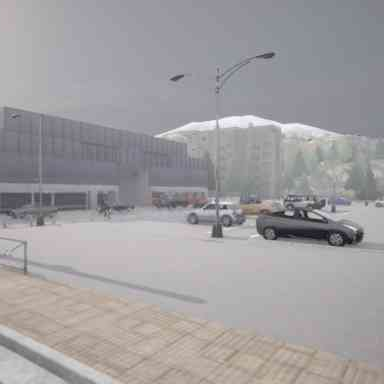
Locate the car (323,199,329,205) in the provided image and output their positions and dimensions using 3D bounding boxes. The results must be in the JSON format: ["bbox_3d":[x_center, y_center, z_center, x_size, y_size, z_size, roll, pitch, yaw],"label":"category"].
[{"bbox_3d":[13.727,1.282,40.375,4.605,1.855,1.932,0,0,35],"label":"car"}]

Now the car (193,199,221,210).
[{"bbox_3d":[2.205,1.763,47.727,1.895,1.301,4.718,0,0,35],"label":"car"}]

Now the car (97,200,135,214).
[{"bbox_3d":[-8.805,1.652,38.616,2.128,1.511,4.902,0,0,35],"label":"car"}]

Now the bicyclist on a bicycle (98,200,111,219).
[{"bbox_3d":[-7.316,1.465,27.796,1.656,1.620,0.582,0,0,35],"label":"bicyclist on a bicycle"}]

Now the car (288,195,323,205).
[{"bbox_3d":[12.381,1.262,37.767,3.866,1.878,1.905,0,0,35],"label":"car"}]

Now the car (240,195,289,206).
[{"bbox_3d":[4.971,1.339,27.337,5.027,1.636,2.152,0,0,35],"label":"car"}]

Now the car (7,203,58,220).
[{"bbox_3d":[-14.562,1.724,30.518,1.994,1.385,4.181,0,0,35],"label":"car"}]

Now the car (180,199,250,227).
[{"bbox_3d":[1.518,1.418,21.918,3.806,1.475,1.970,0,0,35],"label":"car"}]

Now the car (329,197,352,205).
[{"bbox_3d":[24.601,1.558,55.445,3.633,1.501,1.845,0,0,35],"label":"car"}]

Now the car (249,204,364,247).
[{"bbox_3d":[5.143,1.487,14.849,4.514,1.523,2.007,0,0,35],"label":"car"}]

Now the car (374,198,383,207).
[{"bbox_3d":[28.925,1.573,48.718,3.806,1.475,1.970,0,0,35],"label":"car"}]

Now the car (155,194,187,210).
[{"bbox_3d":[-2.776,1.382,47.067,2.150,2.045,5.566,0,0,36],"label":"car"}]
